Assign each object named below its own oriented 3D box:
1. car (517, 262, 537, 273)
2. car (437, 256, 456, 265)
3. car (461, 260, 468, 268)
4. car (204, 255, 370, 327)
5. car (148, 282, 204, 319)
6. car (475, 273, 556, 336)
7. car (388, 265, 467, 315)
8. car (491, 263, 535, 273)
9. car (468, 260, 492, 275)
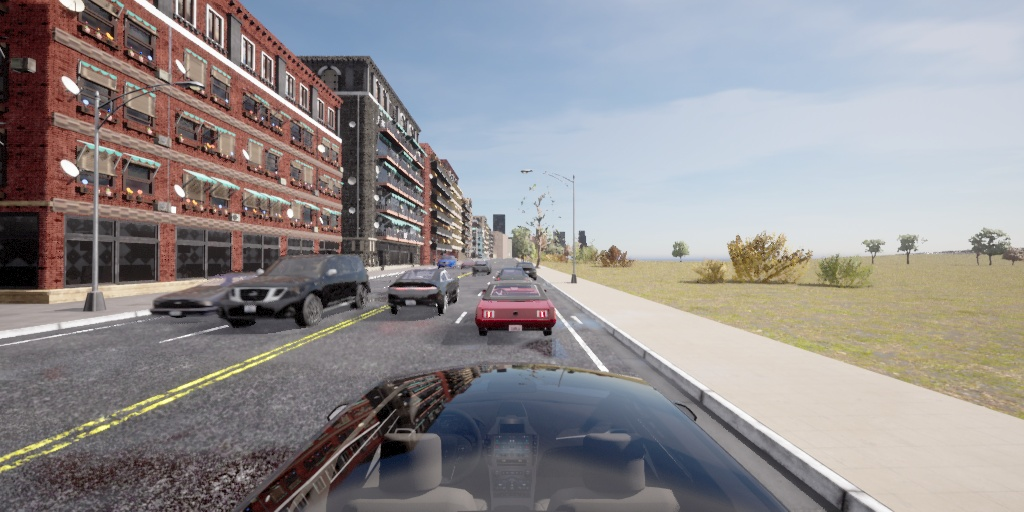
[{"bbox_3d":[1.062,1.261,30.397,1.837,1.490,4.892,0,0,0],"label":"car"},{"bbox_3d":[-9.982,0.976,55.281,2.150,2.045,5.566,0,0,0],"label":"car"},{"bbox_3d":[-6.731,1.281,54.882,1.812,1.442,4.674,0,0,0],"label":"car"},{"bbox_3d":[-6.626,0.974,11.823,2.150,2.045,5.566,0,0,0],"label":"car"},{"bbox_3d":[-9.878,1.300,13.174,2.033,1.411,5.357,0,0,0],"label":"car"},{"bbox_3d":[0.079,1.353,10.372,1.895,1.301,4.718,0,0,0],"label":"car"},{"bbox_3d":[-3.180,1.243,13.653,2.128,1.511,4.902,0,0,0],"label":"car"},{"bbox_3d":[0.043,1.318,20.403,1.994,1.385,4.181,0,0,0],"label":"car"},{"bbox_3d":[-3.248,1.248,39.369,2.128,1.511,4.902,0,0,0],"label":"car"}]
